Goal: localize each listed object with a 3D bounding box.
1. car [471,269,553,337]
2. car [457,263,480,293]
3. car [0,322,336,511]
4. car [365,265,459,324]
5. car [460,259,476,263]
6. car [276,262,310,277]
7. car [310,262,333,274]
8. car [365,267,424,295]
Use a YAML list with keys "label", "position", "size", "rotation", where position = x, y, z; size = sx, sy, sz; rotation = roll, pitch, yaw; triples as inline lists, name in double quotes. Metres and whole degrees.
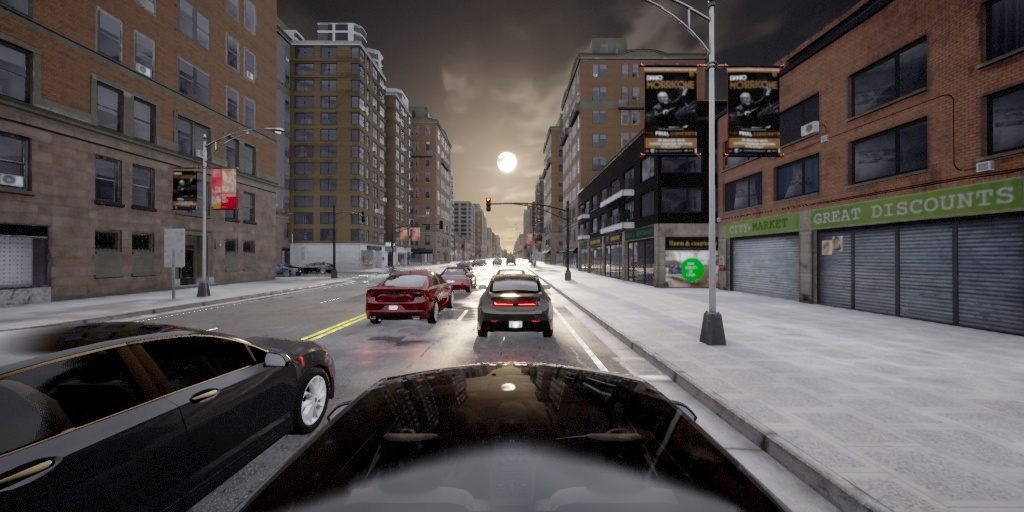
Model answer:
- label: "car"
  position: [0.075, 1.255, 10.298]
  size: [1.837, 1.490, 4.892]
  rotation: [0, 0, 0]
- label: "car"
  position: [-3.205, 1.317, 20.946]
  size: [1.994, 1.385, 4.181]
  rotation: [0, 0, -1]
- label: "car"
  position: [-3.153, 1.255, 2.617]
  size: [1.837, 1.490, 4.892]
  rotation: [0, 0, 0]
- label: "car"
  position: [-3.182, 1.229, 12.052]
  size: [1.882, 1.535, 5.008]
  rotation: [0, 0, 0]
- label: "car"
  position: [-6.749, 1.315, 51.428]
  size: [2.033, 1.411, 5.357]
  rotation: [0, 0, 0]
- label: "car"
  position: [-22.736, 1.315, 35.187]
  size: [4.181, 1.385, 1.994]
  rotation: [0, 0, 0]
- label: "car"
  position: [-22.267, 1.347, 40.668]
  size: [4.313, 1.339, 1.948]
  rotation: [0, 0, 0]
- label: "car"
  position: [-6.661, 1.354, 20.950]
  size: [1.895, 1.301, 4.718]
  rotation: [0, 0, 0]
